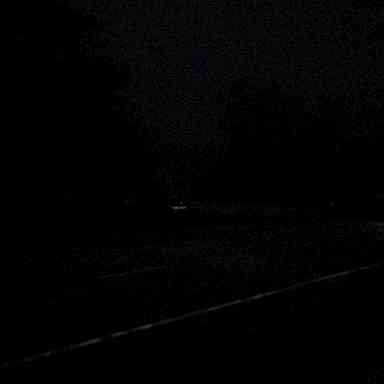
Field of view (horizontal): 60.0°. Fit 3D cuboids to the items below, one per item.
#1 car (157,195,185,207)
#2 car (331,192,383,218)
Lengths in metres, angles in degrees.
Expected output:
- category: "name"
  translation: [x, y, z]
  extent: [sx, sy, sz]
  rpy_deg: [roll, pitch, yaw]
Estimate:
- category: "car"
  translation: [-2.838, 1.213, 45.012]
  extent: [1.837, 1.490, 4.892]
  rpy_deg: [-1, 1, -38]
- category: "car"
  translation: [13.208, 1.010, 24.692]
  extent: [2.150, 2.045, 5.566]
  rpy_deg: [-1, 0, -39]
